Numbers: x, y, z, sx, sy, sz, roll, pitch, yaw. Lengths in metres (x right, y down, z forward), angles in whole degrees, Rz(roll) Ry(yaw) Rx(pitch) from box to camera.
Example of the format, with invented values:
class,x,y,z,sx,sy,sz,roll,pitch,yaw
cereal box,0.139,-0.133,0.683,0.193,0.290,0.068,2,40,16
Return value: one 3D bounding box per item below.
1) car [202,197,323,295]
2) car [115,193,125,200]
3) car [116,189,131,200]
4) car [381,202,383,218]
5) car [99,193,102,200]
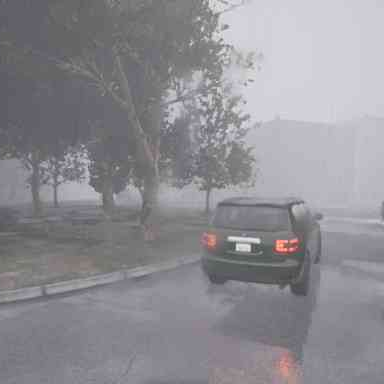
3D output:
class,x,y,z,sx,sy,sz,roll,pitch,yaw
car,2.134,1.132,8.884,2.150,2.045,5.566,0,1,25
car,-15.533,0.915,71.961,2.033,1.411,5.357,0,-1,-12
car,-12.007,0.422,58.479,2.150,2.045,5.566,0,0,-17
car,13.586,0.924,20.171,5.566,2.045,2.150,-1,1,-38
car,-18.375,0.843,69.750,1.882,1.535,5.008,0,-1,-12
